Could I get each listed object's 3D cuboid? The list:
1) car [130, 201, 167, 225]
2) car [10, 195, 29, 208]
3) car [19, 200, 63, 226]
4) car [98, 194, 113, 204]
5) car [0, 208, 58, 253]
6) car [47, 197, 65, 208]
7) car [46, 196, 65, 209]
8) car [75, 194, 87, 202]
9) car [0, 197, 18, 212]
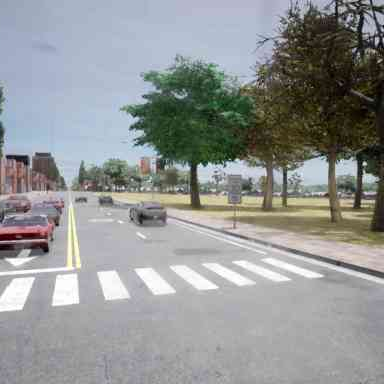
[{"bbox_3d":[-3.127,1.366,23.278,2.128,1.511,4.902,0,1,-20],"label":"car"},{"bbox_3d":[-17.104,1.071,32.588,2.097,1.767,4.553,0,1,-20],"label":"car"},{"bbox_3d":[-9.621,1.432,21.532,1.994,1.385,4.181,0,1,-20],"label":"car"},{"bbox_3d":[-13.173,1.032,50.573,2.128,1.511,4.902,0,1,-20],"label":"car"},{"bbox_3d":[-6.583,1.546,13.269,1.895,1.301,4.718,0,0,-20],"label":"car"},{"bbox_3d":[-13.048,1.354,30.922,1.895,1.301,4.718,0,1,-20],"label":"car"},{"bbox_3d":[-16.538,1.235,40.509,1.895,1.301,4.718,0,1,-20],"label":"car"},{"bbox_3d":[-18.798,1.058,56.451,1.895,1.301,4.718,0,1,-20],"label":"car"},{"bbox_3d":[-13.612,1.343,22.985,1.837,1.490,4.892,0,1,-20],"label":"car"}]
